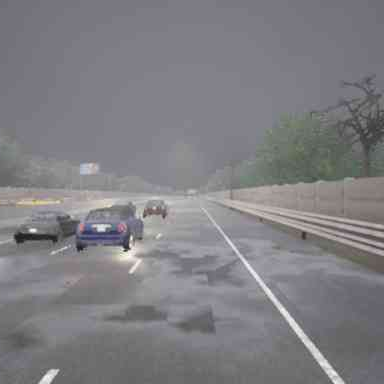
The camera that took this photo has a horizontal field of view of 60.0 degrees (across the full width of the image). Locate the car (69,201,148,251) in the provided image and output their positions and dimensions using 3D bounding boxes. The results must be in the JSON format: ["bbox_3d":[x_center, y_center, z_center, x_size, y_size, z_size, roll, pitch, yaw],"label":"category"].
[{"bbox_3d":[-3.405,1.429,14.600,2.097,1.767,4.553,0,0,0],"label":"car"}]

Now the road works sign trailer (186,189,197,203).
[{"bbox_3d":[-0.027,0.969,85.651,2.380,3.560,2.880,0,0,0],"label":"road works sign trailer"}]

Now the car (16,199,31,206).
[{"bbox_3d":[-24.580,1.737,50.088,1.882,1.535,5.008,0,0,0],"label":"car"}]

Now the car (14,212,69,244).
[{"bbox_3d":[-6.905,1.651,16.455,1.994,1.385,4.181,0,0,0],"label":"car"}]

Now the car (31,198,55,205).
[{"bbox_3d":[-21.088,1.729,48.717,1.882,1.535,5.008,0,0,0],"label":"car"}]

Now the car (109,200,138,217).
[{"bbox_3d":[-6.911,1.652,34.033,1.882,1.535,5.008,0,0,0],"label":"car"}]

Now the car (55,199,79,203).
[{"bbox_3d":[-17.591,1.727,48.314,1.882,1.535,5.008,0,0,0],"label":"car"}]

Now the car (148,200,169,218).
[{"bbox_3d":[-3.410,1.517,32.200,2.097,1.767,4.553,0,0,0],"label":"car"}]
